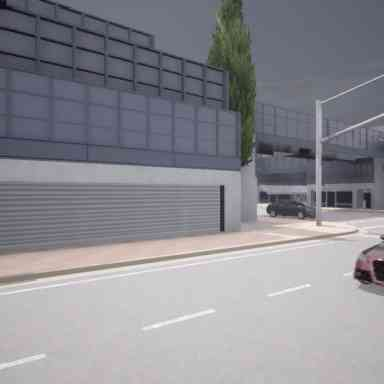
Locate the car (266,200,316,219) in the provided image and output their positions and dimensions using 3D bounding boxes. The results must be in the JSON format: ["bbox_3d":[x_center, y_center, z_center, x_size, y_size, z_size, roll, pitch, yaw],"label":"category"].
[{"bbox_3d":[8.705,1.505,28.915,1.837,1.490,4.892,0,0,-37],"label":"car"}]

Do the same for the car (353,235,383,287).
[{"bbox_3d":[5.837,1.564,8.211,4.181,1.385,1.994,0,0,-36],"label":"car"}]

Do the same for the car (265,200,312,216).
[{"bbox_3d":[9.673,1.564,33.468,1.994,1.385,4.181,0,0,-37],"label":"car"}]
